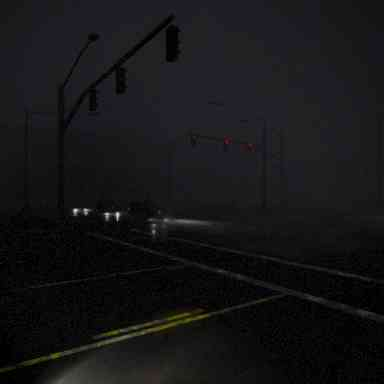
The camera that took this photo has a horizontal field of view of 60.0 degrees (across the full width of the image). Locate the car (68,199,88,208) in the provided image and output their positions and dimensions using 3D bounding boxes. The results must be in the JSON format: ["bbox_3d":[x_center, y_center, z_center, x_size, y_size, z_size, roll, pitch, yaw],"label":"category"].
[{"bbox_3d":[-16.379,1.601,47.767,1.895,1.301,4.718,0,0,-31],"label":"car"}]

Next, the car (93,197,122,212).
[{"bbox_3d":[-10.019,1.564,38.688,1.994,1.385,4.181,0,0,-35],"label":"car"}]

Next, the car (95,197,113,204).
[{"bbox_3d":[-16.510,1.601,62.708,1.895,1.301,4.718,0,0,3],"label":"car"}]

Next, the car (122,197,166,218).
[{"bbox_3d":[-4.218,1.491,30.614,2.128,1.511,4.902,0,0,-36],"label":"car"}]

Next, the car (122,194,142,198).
[{"bbox_3d":[-13.682,1.524,72.536,1.812,1.442,4.674,0,0,30],"label":"car"}]
